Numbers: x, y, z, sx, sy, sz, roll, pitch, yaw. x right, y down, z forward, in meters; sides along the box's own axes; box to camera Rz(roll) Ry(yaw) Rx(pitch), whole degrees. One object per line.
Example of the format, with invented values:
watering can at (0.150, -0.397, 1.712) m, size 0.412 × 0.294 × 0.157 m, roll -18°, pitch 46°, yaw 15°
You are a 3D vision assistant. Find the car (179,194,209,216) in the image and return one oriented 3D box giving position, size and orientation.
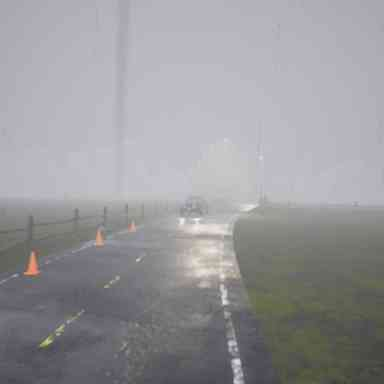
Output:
car at (0.334, 1.277, 34.038) m, size 2.150 × 2.045 × 5.566 m, roll 0°, pitch 0°, yaw 13°

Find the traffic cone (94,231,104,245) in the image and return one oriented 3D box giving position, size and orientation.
traffic cone at (-3.996, 1.956, 14.274) m, size 0.340 × 0.580 × 0.340 m, roll 0°, pitch 0°, yaw 6°

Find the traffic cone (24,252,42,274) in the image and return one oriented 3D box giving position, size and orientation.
traffic cone at (-4.409, 1.946, 9.212) m, size 0.340 × 0.580 × 0.340 m, roll 0°, pitch 0°, yaw 4°
